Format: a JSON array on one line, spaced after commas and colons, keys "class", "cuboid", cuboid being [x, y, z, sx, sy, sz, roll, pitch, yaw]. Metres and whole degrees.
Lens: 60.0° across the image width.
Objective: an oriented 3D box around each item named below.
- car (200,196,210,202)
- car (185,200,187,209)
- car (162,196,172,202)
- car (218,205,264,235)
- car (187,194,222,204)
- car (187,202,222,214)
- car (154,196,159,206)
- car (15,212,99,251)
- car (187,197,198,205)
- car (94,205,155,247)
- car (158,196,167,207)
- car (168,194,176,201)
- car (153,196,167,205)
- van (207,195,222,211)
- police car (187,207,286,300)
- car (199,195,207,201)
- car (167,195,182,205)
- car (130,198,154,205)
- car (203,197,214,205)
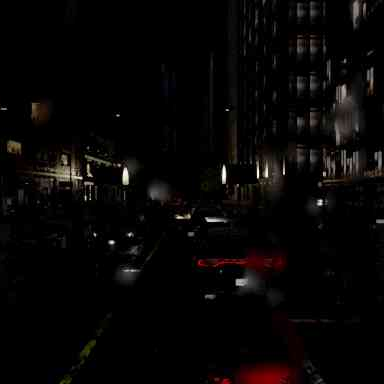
[{"class": "car", "cuboid": [2.832, 1.582, 74.687, 2.008, 1.369, 4.403, 0, 0, 0]}, {"class": "car", "cuboid": [0.106, 1.515, 45.725, 1.837, 1.490, 4.892, 0, 0, 0]}, {"class": "car", "cuboid": [-5.548, 1.613, 74.700, 1.802, 1.307, 4.206, 0, 0, 0]}, {"class": "car", "cuboid": [2.725, 1.551, 19.445, 2.008, 1.369, 4.403, 0, 0, 0]}, {"class": "car", "cuboid": [0.948, 1.226, 24.496, 2.150, 2.045, 5.566, 0, 0, 0]}, {"class": "car", "cuboid": [0.813, 1.504, 18.467, 1.837, 1.490, 4.892, 0, 0, 0]}, {"class": "car", "cuboid": [-5.613, 1.552, 41.555, 1.887, 1.381, 4.507, 0, 0, 0]}, {"class": "car", "cuboid": [-5.667, 1.550, 13.935, 2.008, 1.369, 4.403, 0, 0, 0]}, {"class": "car", "cuboid": [0.115, 1.583, 58.914, 1.994, 1.385, 4.181, 0, 0, 0]}, {"class": "car", "cuboid": [-3.072, 1.547, 15.380, 2.033, 1.411, 5.357, 0, 0, 0]}, {"class": "car", "cuboid": [-5.591, 1.581, 52.603, 1.947, 1.339, 4.313, 0, 0, 0]}, {"class": "car", "cuboid": [-5.516, 1.485, 91.272, 1.967, 1.590, 4.097, 0, 0, 0]}, {"class": "car", "cuboid": [-5.581, 1.459, 58.127, 1.967, 1.590, 4.097, 0, 0, 0]}, {"class": "van", "cuboid": [2.766, 1.349, 41.542, 1.690, 1.788, 3.998, 0, 0, 0]}, {"class": "police car", "cuboid": [0.916, 1.425, 8.577, 1.930, 1.638, 5.238, 0, 0, 0]}, {"class": "car", "cuboid": [2.854, 1.566, 85.905, 1.752, 1.417, 4.829, 0, 0, 0]}, {"class": "car", "cuboid": [-2.888, 1.371, 58.212, 2.097, 1.767, 4.553, 0, 0, 0]}, {"class": "car", "cuboid": [-5.624, 1.555, 36.031, 2.008, 1.369, 4.403, 0, 0, 0]}, {"class": "car", "cuboid": [2.800, 1.544, 58.284, 1.752, 1.417, 4.829, 0, 0, 0]}]
